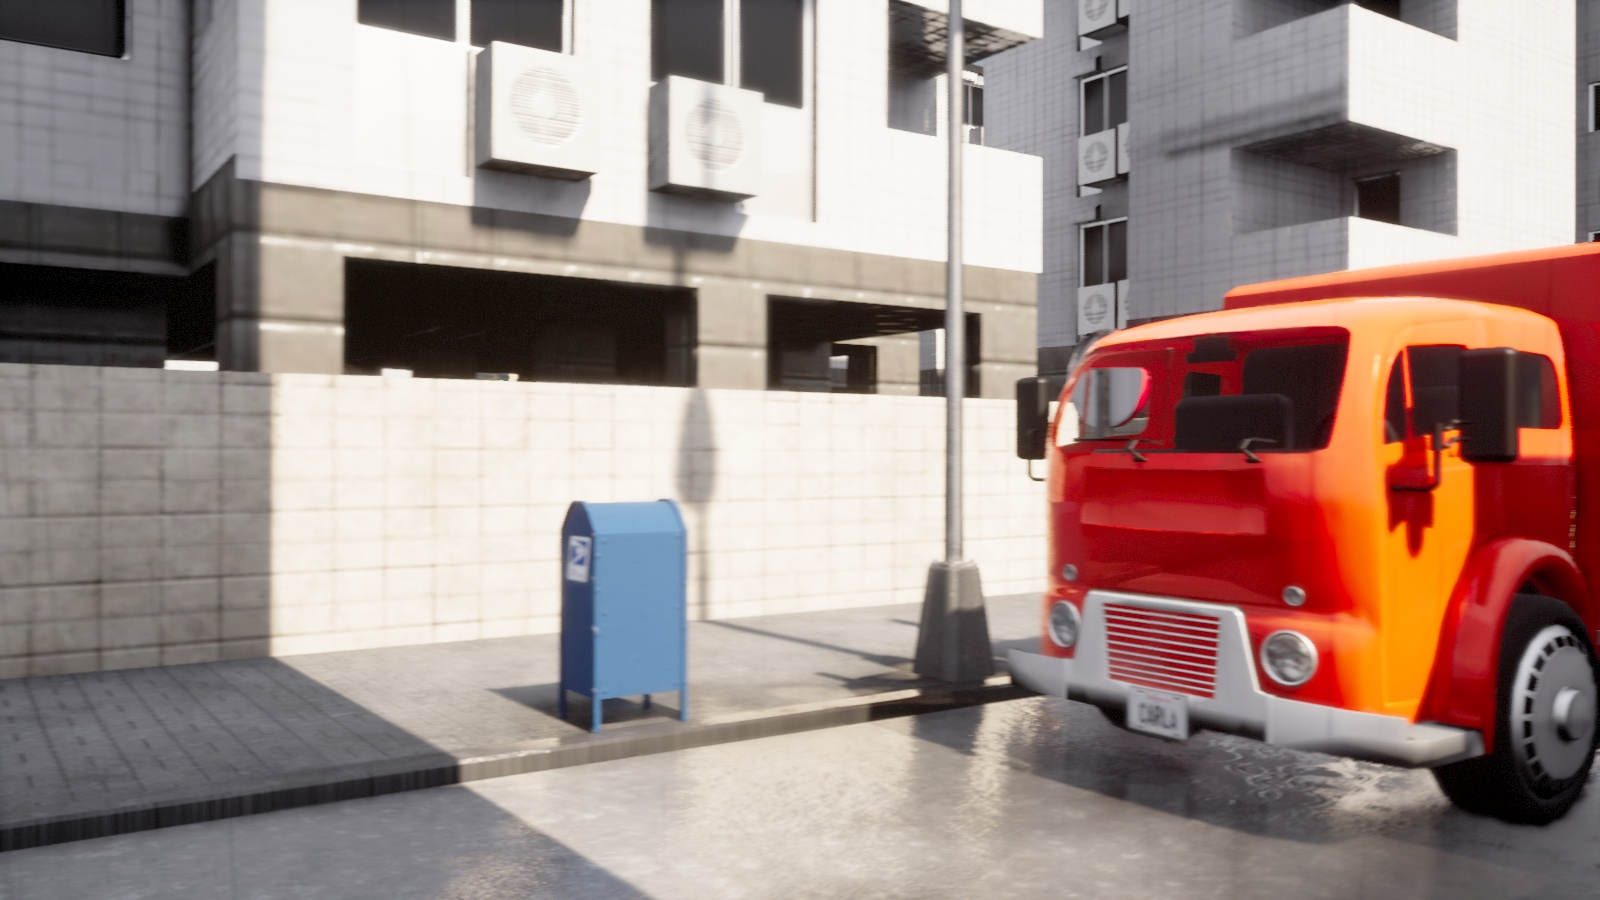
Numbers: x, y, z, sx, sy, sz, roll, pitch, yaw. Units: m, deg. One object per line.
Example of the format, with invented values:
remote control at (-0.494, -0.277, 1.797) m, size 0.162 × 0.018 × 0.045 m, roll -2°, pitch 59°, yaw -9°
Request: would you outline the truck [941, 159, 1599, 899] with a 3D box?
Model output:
truck at (3.594, 0.272, 6.735) m, size 5.204 × 2.467 × 2.627 m, roll 0°, pitch 0°, yaw -35°
